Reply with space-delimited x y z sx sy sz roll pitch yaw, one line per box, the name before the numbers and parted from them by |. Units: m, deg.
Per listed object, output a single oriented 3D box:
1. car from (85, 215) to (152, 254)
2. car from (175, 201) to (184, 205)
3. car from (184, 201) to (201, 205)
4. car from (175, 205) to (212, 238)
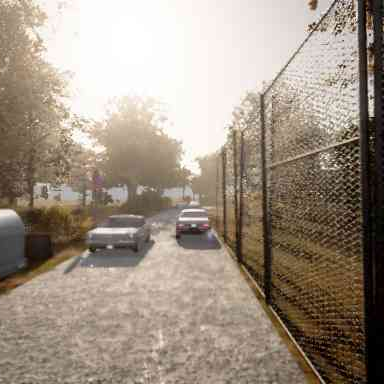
car | -2.865 1.648 13.878 1.895 1.301 4.718 0 0 0
car | -1.589 2.176 54.954 2.128 1.511 4.902 0 -1 6
car | 0.346 1.904 39.641 1.812 1.442 4.674 0 -1 2
car | 0.074 1.627 17.960 2.033 1.411 5.357 0 0 0
